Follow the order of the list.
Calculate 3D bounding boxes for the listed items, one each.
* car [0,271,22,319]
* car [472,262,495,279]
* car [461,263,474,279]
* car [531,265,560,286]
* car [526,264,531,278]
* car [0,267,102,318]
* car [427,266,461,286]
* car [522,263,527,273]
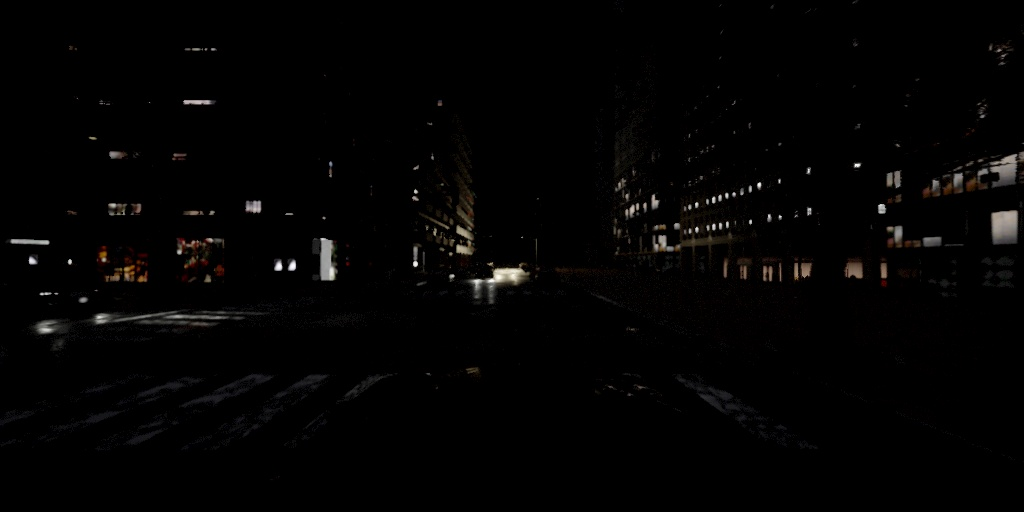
[{"bbox_3d":[-16.406,1.195,9.326,4.403,1.370,2.007,0,0,0],"label":"car"},{"bbox_3d":[-2.879,1.766,38.955,1.837,1.490,4.892,0,0,0],"label":"car"},{"bbox_3d":[-5.564,1.795,39.768,2.007,1.370,4.403,0,0,0],"label":"car"},{"bbox_3d":[2.781,1.637,28.677,1.888,1.381,4.507,0,0,0],"label":"car"},{"bbox_3d":[2.816,1.764,39.911,1.751,1.417,4.829,0,0,0],"label":"car"},{"bbox_3d":[-16.731,1.167,11.927,4.902,1.511,2.128,1,-1,-1],"label":"car"},{"bbox_3d":[-5.599,1.648,28.703,2.007,1.370,4.403,0,0,0],"label":"car"},{"bbox_3d":[2.869,2.046,56.337,1.802,1.307,4.207,0,0,0],"label":"car"}]
